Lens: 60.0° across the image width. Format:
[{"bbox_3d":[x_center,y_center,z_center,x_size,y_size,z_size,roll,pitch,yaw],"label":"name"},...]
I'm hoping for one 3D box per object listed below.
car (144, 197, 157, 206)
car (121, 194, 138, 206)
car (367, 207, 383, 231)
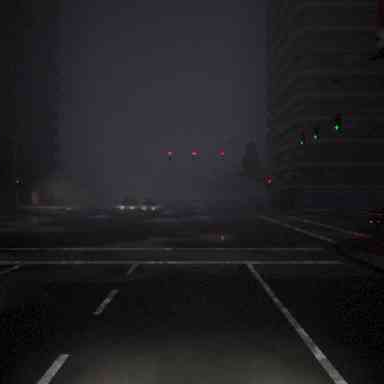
[{"bbox_3d":[-7.000,1.517,56.371,1.882,1.535,5.008,0,0,0],"label":"car"},{"bbox_3d":[-10.500,1.325,56.341,2.150,2.045,5.566,0,0,0],"label":"car"},{"bbox_3d":[12.330,1.438,18.400,4.902,1.511,2.128,0,0,0],"label":"car"}]
